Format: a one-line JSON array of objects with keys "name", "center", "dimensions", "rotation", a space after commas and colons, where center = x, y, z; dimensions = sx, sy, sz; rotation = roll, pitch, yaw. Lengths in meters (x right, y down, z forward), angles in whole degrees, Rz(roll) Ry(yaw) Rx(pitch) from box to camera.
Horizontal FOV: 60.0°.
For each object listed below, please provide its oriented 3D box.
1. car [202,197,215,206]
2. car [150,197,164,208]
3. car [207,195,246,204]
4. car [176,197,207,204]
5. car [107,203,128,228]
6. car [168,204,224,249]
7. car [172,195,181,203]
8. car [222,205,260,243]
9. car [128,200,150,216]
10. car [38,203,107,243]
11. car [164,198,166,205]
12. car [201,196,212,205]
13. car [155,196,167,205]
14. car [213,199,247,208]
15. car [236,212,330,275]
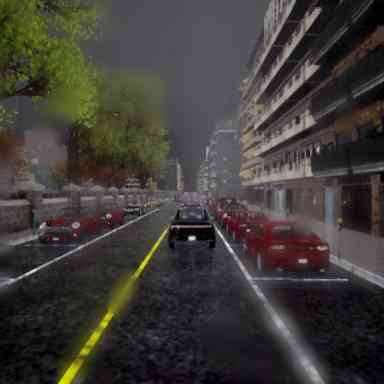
[{"name": "car", "center": [2.689, 1.591, 55.337], "dimensions": [1.947, 1.339, 4.313], "rotation": [0, 0, 0]}, {"name": "car", "center": [-5.692, 1.545, 49.536], "dimensions": [1.752, 1.417, 4.829], "rotation": [0, 0, 0]}, {"name": "car", "center": [2.688, 1.320, 27.185], "dimensions": [2.192, 1.841, 5.009], "rotation": [0, 0, 0]}, {"name": "car", "center": [0.000, 1.502, 29.651], "dimensions": [2.128, 1.511, 4.902], "rotation": [0, 0, 0]}, {"name": "car", "center": [-5.692, 1.442, 21.553], "dimensions": [1.967, 1.590, 4.097], "rotation": [0, 0, 0]}, {"name": "car", "center": [0.000, 1.496, 14.651], "dimensions": [2.128, 1.511, 4.902], "rotation": [0, 0, 0]}, {"name": "car", "center": [-3.008, 1.393, 67.916], "dimensions": [2.097, 1.767, 4.553], "rotation": [0, 0, 0]}, {"name": "car", "center": [2.689, 1.545, 15.926], "dimensions": [1.887, 1.381, 4.507], "rotation": [0, 0, 0]}, {"name": "car", "center": [-5.691, 1.558, 32.815], "dimensions": [2.008, 1.369, 4.403], "rotation": [0, 0, 0]}, {"name": "car", "center": [-5.692, 1.440, 15.925], "dimensions": [1.967, 1.590, 4.097], "rotation": [0, 0, 0]}, {"name": "car", "center": [-5.691, 1.576, 55.336], "dimensions": [2.008, 1.369, 4.403], "rotation": [0, 0, 0]}, {"name": "car", "center": [2.688, 1.558, 61.138], "dimensions": [1.752, 1.417, 4.829], "rotation": [0, 0, 0]}, {"name": "car", "center": [-5.692, 1.557, 60.797], "dimensions": [1.752, 1.417, 4.829], "rotation": [0, 0, 0]}, {"name": "car", "center": [2.689, 1.442, 21.555], "dimensions": [1.967, 1.590, 4.097], "rotation": [0, 0, 0]}, {"name": "car", "center": [2.690, 1.543, 10.295], "dimensions": [1.887, 1.381, 4.507], "rotation": [0, 0, 0]}]
